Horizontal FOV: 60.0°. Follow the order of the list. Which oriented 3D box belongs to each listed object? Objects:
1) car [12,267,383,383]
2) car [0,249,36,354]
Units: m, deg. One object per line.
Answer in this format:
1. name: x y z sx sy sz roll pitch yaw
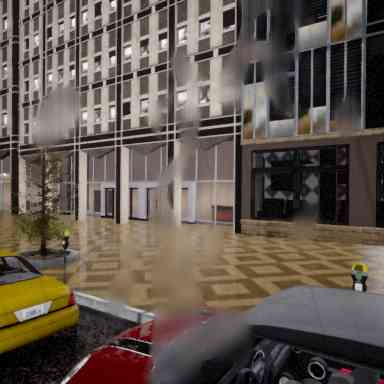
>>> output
1. car: 0.822 1.440 2.278 4.097 1.590 1.967 0 1 36
2. car: -3.943 1.524 5.678 4.829 1.417 1.752 0 1 36
